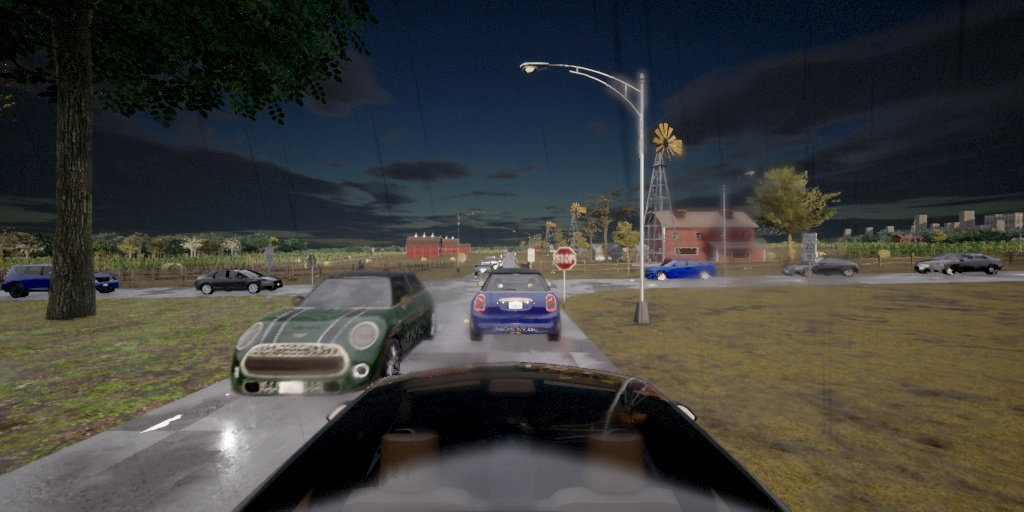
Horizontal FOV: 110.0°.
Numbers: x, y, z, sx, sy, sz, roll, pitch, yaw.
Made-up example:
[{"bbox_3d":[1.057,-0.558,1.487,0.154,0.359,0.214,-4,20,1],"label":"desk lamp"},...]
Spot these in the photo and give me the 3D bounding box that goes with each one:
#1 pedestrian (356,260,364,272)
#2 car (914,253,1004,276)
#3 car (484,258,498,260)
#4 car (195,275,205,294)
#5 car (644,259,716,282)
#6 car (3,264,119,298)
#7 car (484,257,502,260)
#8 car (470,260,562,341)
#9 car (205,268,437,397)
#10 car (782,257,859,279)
[{"bbox_3d":[-12.211,1.215,28.784,0.375,1.860,0.375,0,2,0],"label":"pedestrian"},{"bbox_3d":[31.775,0.575,25.614,4.902,1.511,2.128,-1,1,0],"label":"car"},{"bbox_3d":[-2.919,1.308,38.345,2.128,1.511,4.902,0,0,0],"label":"car"},{"bbox_3d":[-17.302,1.598,22.831,4.892,1.490,1.837,-1,1,0],"label":"car"},{"bbox_3d":[11.820,0.965,25.581,5.008,1.535,1.882,-1,1,-2],"label":"car"},{"bbox_3d":[-28.650,1.520,22.863,5.566,2.045,2.150,-1,1,1],"label":"car"},{"bbox_3d":[-2.928,1.097,48.570,2.150,2.045,5.566,0,0,0],"label":"car"},{"bbox_3d":[0.081,1.104,10.003,2.097,1.767,4.553,0,0,0],"label":"car"},{"bbox_3d":[-2.854,1.101,6.851,2.097,1.767,4.553,0,0,0],"label":"car"},{"bbox_3d":[22.023,0.808,25.654,4.674,1.442,1.812,-1,1,0],"label":"car"}]
